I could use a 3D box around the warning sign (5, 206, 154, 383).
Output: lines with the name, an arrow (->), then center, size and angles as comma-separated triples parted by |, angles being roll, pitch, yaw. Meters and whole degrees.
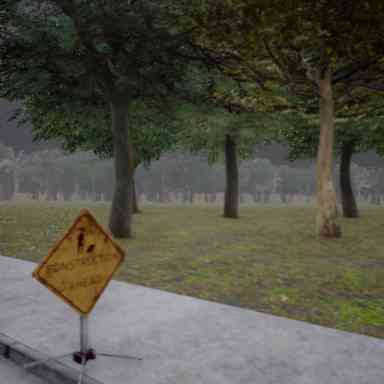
warning sign -> -1.300, 1.127, 3.990 | 1.060, 1.860, 1.300 | -1, 0, 35
